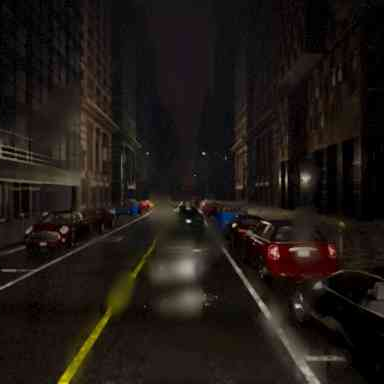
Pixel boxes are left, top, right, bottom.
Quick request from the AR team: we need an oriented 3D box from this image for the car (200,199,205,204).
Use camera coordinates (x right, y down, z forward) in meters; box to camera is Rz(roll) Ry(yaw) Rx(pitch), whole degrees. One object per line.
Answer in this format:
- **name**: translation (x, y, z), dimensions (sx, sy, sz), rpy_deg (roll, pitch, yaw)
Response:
- **car**: translation (2.200, 1.832, 37.853), dimensions (1.887, 1.381, 4.507), rpy_deg (0, 0, -1)

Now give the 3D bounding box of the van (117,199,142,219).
- **van**: translation (-6.240, 1.609, 32.114), dimensions (1.690, 1.788, 3.998), rpy_deg (0, 0, -1)

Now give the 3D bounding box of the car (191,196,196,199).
- **car**: translation (1.597, 1.909, 77.062), dimensions (2.192, 1.841, 5.009), rpy_deg (0, 0, -1)

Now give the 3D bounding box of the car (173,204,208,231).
- **car**: translation (-0.226, 1.735, 21.904), dimensions (1.994, 1.385, 4.181), rpy_deg (0, 0, -1)

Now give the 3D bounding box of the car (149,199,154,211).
- **car**: translation (-6.410, 1.900, 43.315), dimensions (1.887, 1.381, 4.507), rpy_deg (0, 0, -1)

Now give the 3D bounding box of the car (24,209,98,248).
- **car**: translation (-5.982, 1.578, 15.309), dimensions (1.967, 1.590, 4.097), rpy_deg (0, 0, -1)

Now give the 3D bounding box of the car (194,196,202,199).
- **car**: translation (1.771, 2.051, 65.858), dimensions (1.887, 1.381, 4.507), rpy_deg (0, 0, -1)

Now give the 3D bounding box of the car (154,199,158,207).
- **car**: translation (-6.494, 1.923, 48.746), dimensions (1.752, 1.417, 4.829), rpy_deg (0, 0, -1)

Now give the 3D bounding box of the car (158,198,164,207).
- **car**: translation (-6.668, 1.927, 60.120), dimensions (1.967, 1.590, 4.097), rpy_deg (0, 0, -1)

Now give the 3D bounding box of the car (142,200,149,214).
- **car**: translation (-6.324, 1.857, 37.714), dimensions (1.887, 1.381, 4.507), rpy_deg (0, 0, -1)

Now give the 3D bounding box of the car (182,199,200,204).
- **car**: translation (-0.461, 1.838, 37.328), dimensions (2.033, 1.411, 5.357), rpy_deg (0, 0, -1)

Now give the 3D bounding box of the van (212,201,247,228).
- **van**: translation (2.456, 1.497, 21.051), dimensions (1.690, 1.788, 3.998), rpy_deg (0, 0, -1)

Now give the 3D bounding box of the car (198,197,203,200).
- **car**: translation (2.113, 1.771, 43.455), dimensions (1.967, 1.590, 4.097), rpy_deg (0, 0, -1)

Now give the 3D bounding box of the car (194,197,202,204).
- **car**: translation (1.512, 2.079, 82.661), dimensions (1.967, 1.590, 4.097), rpy_deg (0, 0, -1)

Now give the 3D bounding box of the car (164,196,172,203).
- **car**: translation (-7.097, 2.253, 88.125), dimensions (1.887, 1.381, 4.507), rpy_deg (0, 0, -1)

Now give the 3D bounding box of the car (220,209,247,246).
- **car**: translation (2.543, 1.695, 15.449), dimensions (1.802, 1.307, 4.206), rpy_deg (0, 0, -1)

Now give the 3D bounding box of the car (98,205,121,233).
- **car**: translation (-6.067, 1.726, 20.909), dimensions (1.887, 1.381, 4.507), rpy_deg (0, 0, -1)

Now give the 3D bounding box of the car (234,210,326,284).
- **car**: translation (2.628, 1.509, 9.849), dimensions (1.967, 1.590, 4.097), rpy_deg (0, 0, -1)

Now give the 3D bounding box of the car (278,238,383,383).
- **car**: translation (2.715, 1.591, 4.247), dimensions (1.947, 1.339, 4.313), rpy_deg (0, 0, -1)

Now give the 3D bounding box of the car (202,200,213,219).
- **car**: translation (2.285, 1.788, 32.252), dimensions (1.887, 1.381, 4.507), rpy_deg (0, 0, -1)
